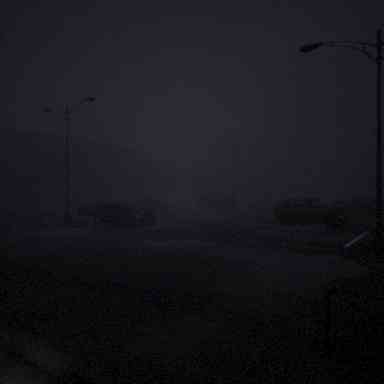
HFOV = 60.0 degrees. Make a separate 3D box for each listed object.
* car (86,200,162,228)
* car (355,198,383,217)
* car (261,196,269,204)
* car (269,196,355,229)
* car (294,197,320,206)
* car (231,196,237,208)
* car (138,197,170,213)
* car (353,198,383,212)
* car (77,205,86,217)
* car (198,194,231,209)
[{"bbox_3d":[-4.477,1.486,21.663,4.514,1.523,2.007,0,0,35],"label":"car"},{"bbox_3d":[15.467,1.472,31.332,4.514,1.523,2.007,0,0,35],"label":"car"},{"bbox_3d":[14.849,1.539,62.322,3.633,1.501,1.845,0,0,35],"label":"car"},{"bbox_3d":[7.705,1.278,21.563,4.605,1.855,1.932,0,0,35],"label":"car"},{"bbox_3d":[19.195,1.549,55.608,3.806,1.475,1.970,0,0,35],"label":"car"},{"bbox_3d":[4.024,1.273,47.216,4.605,1.855,1.932,0,0,35],"label":"car"},{"bbox_3d":[-4.690,1.338,34.150,5.027,1.636,2.152,0,0,35],"label":"car"},{"bbox_3d":[21.262,1.488,39.472,3.633,1.501,1.845,0,0,35],"label":"car"},{"bbox_3d":[-8.125,1.420,28.719,3.806,1.475,1.970,0,0,35],"label":"car"},{"bbox_3d":[2.686,1.254,44.604,3.866,1.878,1.905,0,0,35],"label":"car"}]
